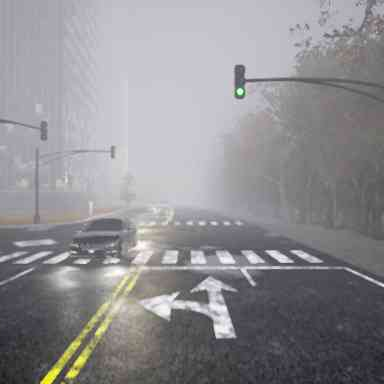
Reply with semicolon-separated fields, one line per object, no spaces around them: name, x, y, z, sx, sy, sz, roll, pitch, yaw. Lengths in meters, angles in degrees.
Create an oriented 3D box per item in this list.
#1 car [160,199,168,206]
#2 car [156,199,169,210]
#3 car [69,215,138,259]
car;-6.539;2.481;77.914;1.837;1.490;4.892;0;-1;-5
car;-4.943;2.290;55.516;1.812;1.442;4.674;0;-1;-3
car;-3.369;1.745;13.430;1.837;1.490;4.892;0;-1;-1
